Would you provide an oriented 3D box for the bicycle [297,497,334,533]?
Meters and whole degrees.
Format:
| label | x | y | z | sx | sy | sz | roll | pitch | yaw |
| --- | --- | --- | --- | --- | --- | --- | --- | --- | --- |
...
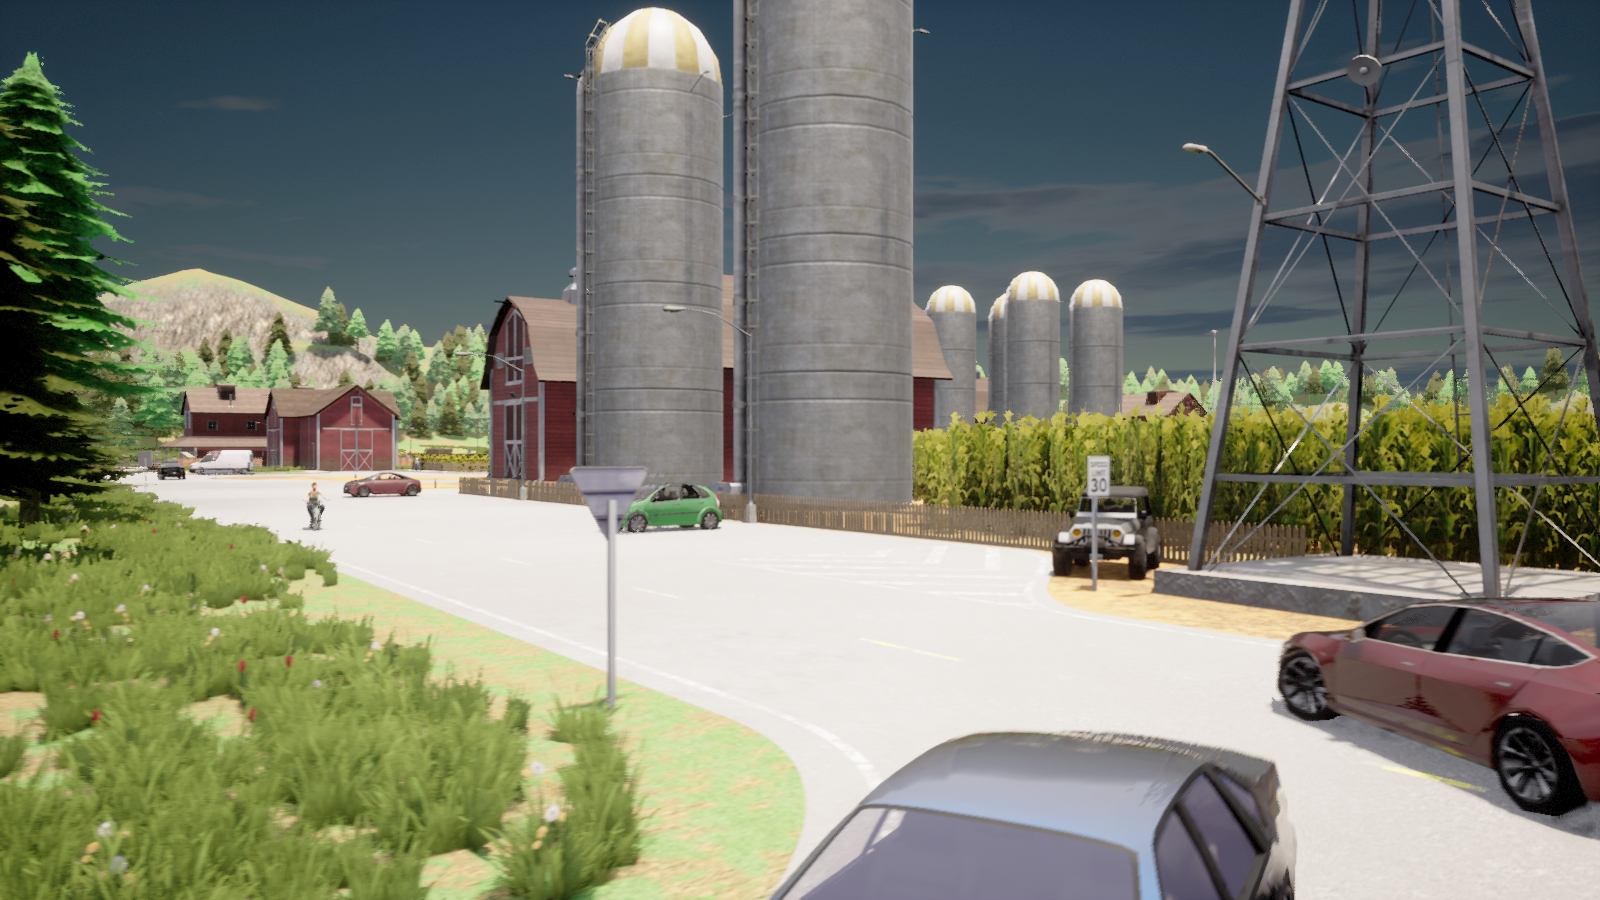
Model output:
| label | x | y | z | sx | sy | sz | roll | pitch | yaw |
| --- | --- | --- | --- | --- | --- | --- | --- | --- | --- |
| bicycle | -15.968 | 2.118 | 37.621 | 0.859 | 1.080 | 1.487 | 0 | 0 | -34 |

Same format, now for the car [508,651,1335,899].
| label | x | y | z | sx | sy | sz | roll | pitch | yaw |
| --- | --- | --- | --- | --- | --- | --- | --- | --- | --- |
| car | 0.993 | 2.094 | 4.923 | 2.033 | 1.411 | 5.357 | 0 | 1 | 29 |

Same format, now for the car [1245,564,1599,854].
| label | x | y | z | sx | sy | sz | roll | pitch | yaw |
| --- | --- | --- | --- | --- | --- | --- | --- | --- | --- |
| car | 6.248 | 2.023 | 10.200 | 2.163 | 1.488 | 4.792 | 0 | 0 | -8 |
